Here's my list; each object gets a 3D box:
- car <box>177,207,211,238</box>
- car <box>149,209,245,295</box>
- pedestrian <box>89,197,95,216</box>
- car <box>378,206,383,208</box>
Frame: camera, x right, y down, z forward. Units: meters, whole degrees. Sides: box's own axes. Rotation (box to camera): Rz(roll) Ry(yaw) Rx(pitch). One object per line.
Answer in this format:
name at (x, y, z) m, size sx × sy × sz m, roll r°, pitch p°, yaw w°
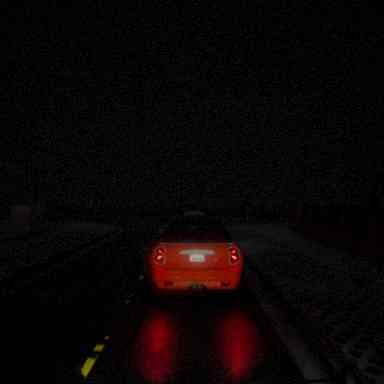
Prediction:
car at (0.098, 1.713, 19.661) m, size 1.812 × 1.442 × 4.674 m, roll 0°, pitch -1°, yaw 0°
car at (0.109, 1.438, 9.148) m, size 2.097 × 1.767 × 4.553 m, roll 0°, pitch -1°, yaw 0°
pedestrian at (-9.672, 1.371, 32.062) m, size 0.375 × 1.860 × 0.375 m, roll 0°, pitch -2°, yaw 0°
car at (16.209, 1.980, 29.286) m, size 5.008 × 1.535 × 1.882 m, roll 1°, pitch -1°, yaw 0°
